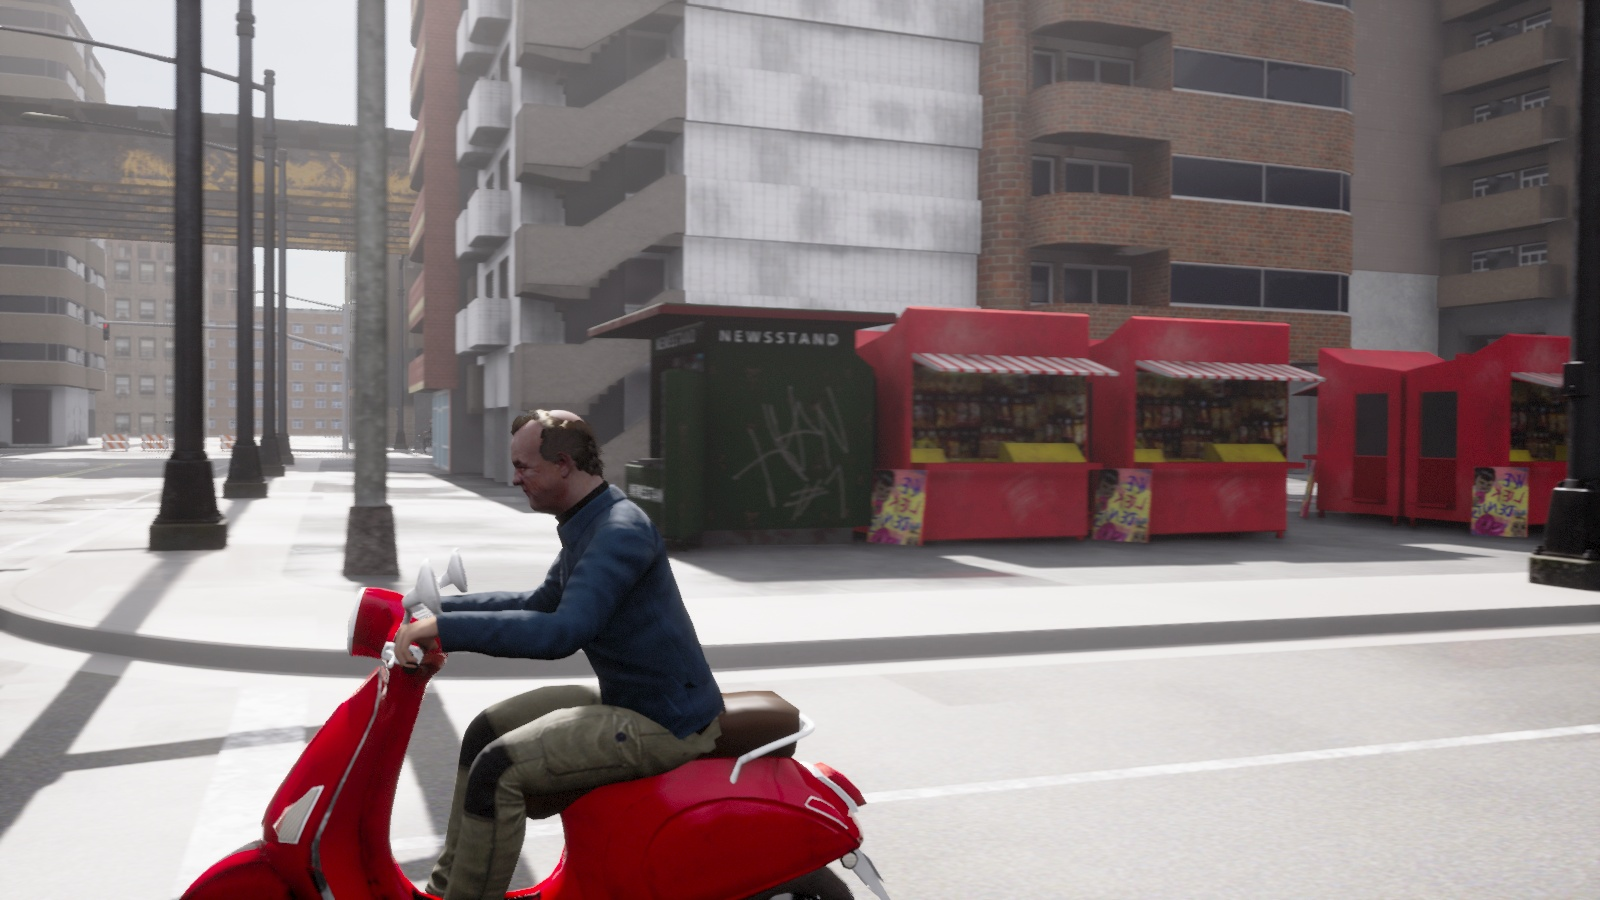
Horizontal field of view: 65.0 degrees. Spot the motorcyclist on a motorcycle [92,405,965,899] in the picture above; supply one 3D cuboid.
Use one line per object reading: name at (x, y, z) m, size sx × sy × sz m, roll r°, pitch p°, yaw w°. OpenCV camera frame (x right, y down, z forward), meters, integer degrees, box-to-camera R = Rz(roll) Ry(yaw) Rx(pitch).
motorcyclist on a motorcycle at (-0.612, 0.706, 3.108) m, size 1.817 × 1.590 × 0.866 m, roll -1°, pitch 0°, yaw -16°
